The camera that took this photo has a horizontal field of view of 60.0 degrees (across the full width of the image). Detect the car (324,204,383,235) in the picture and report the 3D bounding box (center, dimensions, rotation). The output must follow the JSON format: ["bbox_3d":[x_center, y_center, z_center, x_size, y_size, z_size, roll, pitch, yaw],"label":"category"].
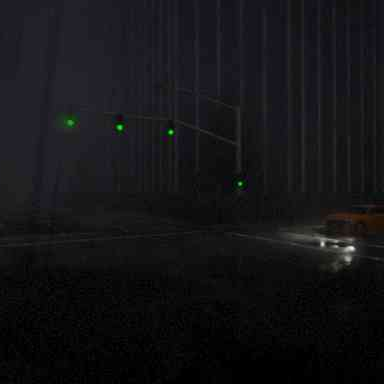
[{"bbox_3d":[9.590,1.456,18.650,5.008,1.535,1.882,0,0,-30],"label":"car"}]
